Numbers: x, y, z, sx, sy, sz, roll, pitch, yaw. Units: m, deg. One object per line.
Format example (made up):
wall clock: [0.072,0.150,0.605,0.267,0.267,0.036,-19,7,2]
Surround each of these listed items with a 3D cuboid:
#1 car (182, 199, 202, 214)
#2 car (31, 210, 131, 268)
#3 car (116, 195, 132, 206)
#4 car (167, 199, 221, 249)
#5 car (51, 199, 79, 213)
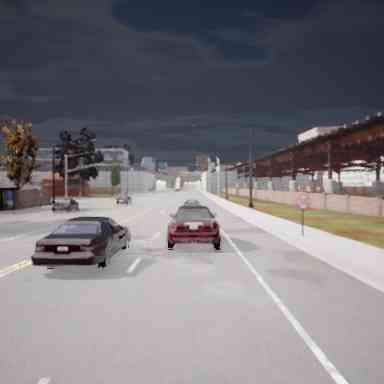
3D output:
car: [0.018,1.489,35.843,1.994,1.385,4.181,0,0,0]
car: [-3.426,1.551,11.308,2.033,1.411,5.357,0,0,0]
car: [-10.623,1.245,52.124,2.128,1.511,4.902,0,1,0]
car: [0.067,1.339,14.665,2.097,1.767,4.553,0,0,0]
car: [-14.168,1.492,37.546,1.812,1.442,4.674,0,0,0]
